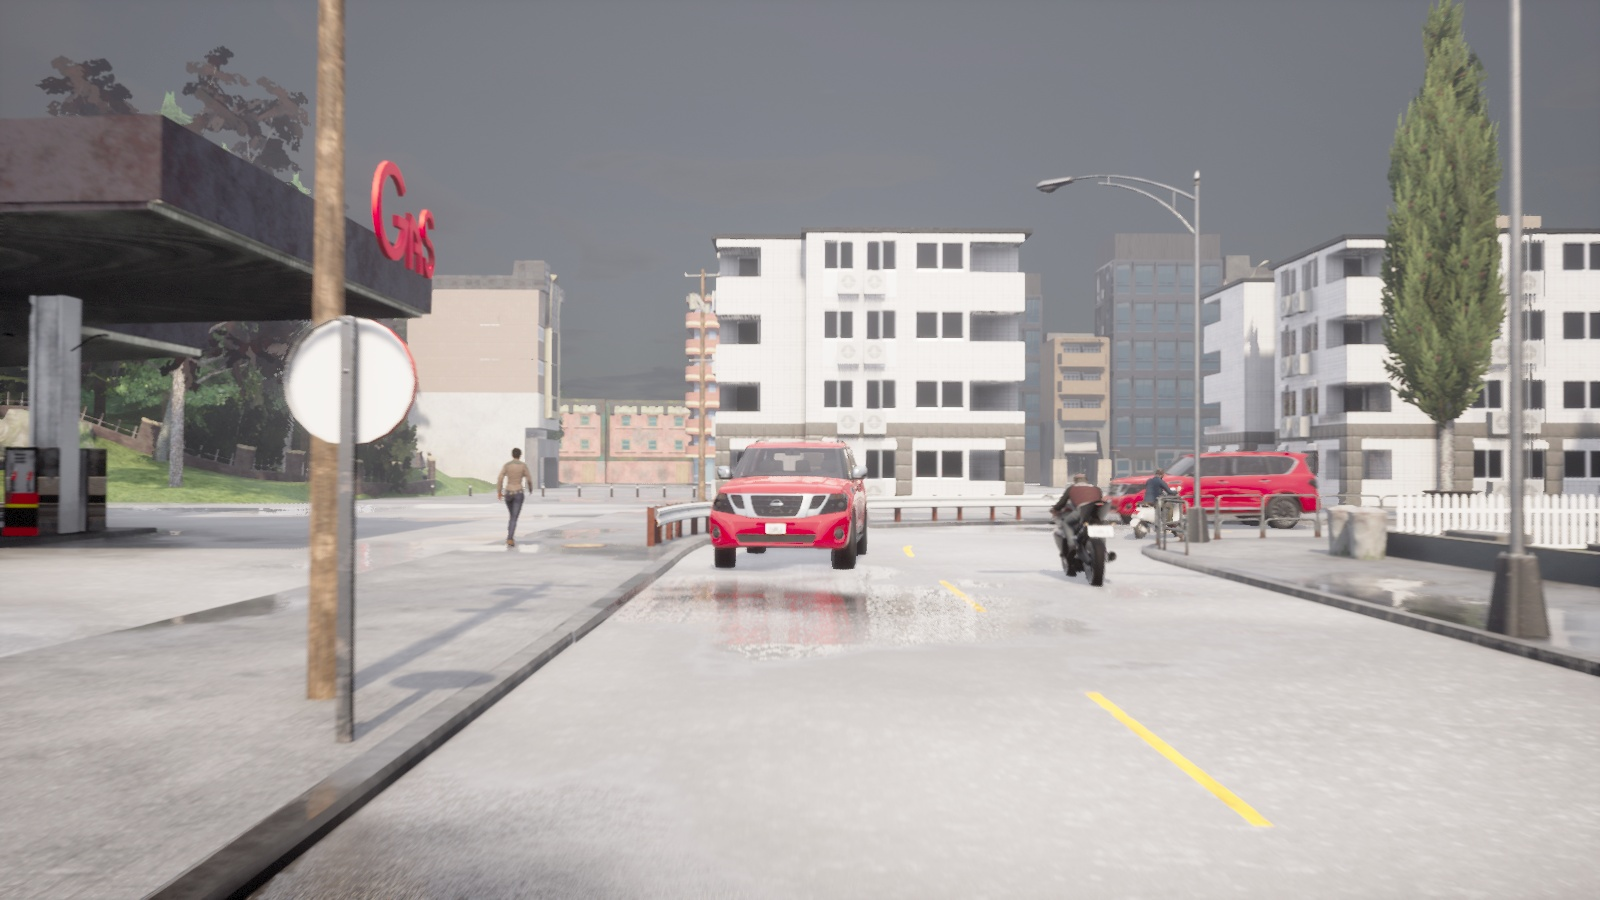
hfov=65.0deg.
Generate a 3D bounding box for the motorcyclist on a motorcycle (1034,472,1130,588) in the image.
[{"bbox_3d":[3.958,1.089,17.813,0.866,1.530,2.191,0,-1,0],"label":"motorcyclist on a motorcycle"}]

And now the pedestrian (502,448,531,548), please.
[{"bbox_3d":[-5.221,0.871,23.140,0.328,1.805,0.869,0,-1,1],"label":"pedestrian"}]

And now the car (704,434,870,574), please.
[{"bbox_3d":[-0.046,0.838,21.195,2.150,2.045,5.566,0,-1,6],"label":"car"}]

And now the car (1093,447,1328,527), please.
[{"bbox_3d":[10.928,0.977,33.708,5.566,2.045,2.150,0,-1,-4],"label":"car"}]

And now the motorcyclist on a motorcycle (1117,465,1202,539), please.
[{"bbox_3d":[8.144,1.146,28.427,1.817,1.590,0.866,0,1,-34],"label":"motorcyclist on a motorcycle"}]
